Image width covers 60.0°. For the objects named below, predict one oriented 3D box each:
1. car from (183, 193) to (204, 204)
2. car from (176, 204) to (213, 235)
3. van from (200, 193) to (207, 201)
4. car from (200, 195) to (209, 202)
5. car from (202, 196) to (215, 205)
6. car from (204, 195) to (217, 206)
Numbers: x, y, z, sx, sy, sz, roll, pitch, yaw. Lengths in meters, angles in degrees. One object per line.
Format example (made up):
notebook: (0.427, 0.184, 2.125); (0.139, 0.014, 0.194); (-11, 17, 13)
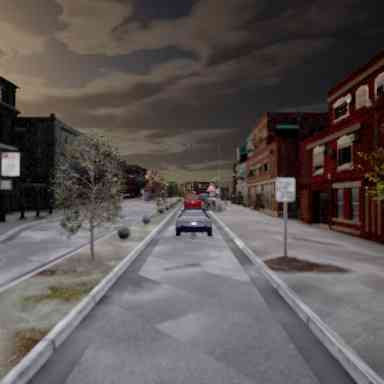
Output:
car: (0.105, 1.281, 42.617); (2.150, 2.045, 5.566); (0, 0, 0)
car: (0.102, 1.589, 19.045); (1.994, 1.385, 4.181); (0, 0, 0)
van: (3.008, 1.317, 88.316); (1.878, 1.987, 4.442); (0, 0, 0)
car: (3.007, 1.575, 82.673); (2.002, 1.452, 4.674); (0, 0, 0)
car: (3.004, 1.573, 60.745); (2.163, 1.488, 4.792); (0, 0, 0)
car: (3.003, 1.545, 49.540); (2.231, 1.521, 4.892); (0, 0, 0)
